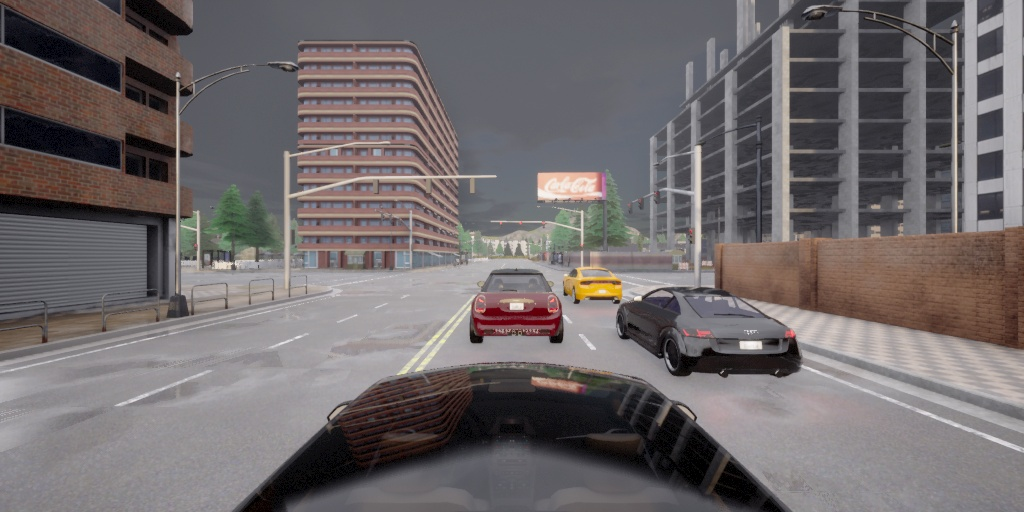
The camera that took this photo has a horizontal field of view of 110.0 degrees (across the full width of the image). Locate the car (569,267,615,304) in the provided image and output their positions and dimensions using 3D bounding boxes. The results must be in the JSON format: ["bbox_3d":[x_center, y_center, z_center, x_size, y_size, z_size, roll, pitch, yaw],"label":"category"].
[{"bbox_3d":[3.498,1.228,16.343,1.882,1.535,5.008,0,0,0],"label":"car"}]

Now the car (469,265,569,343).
[{"bbox_3d":[0.100,1.102,9.814,2.097,1.767,4.553,0,0,0],"label":"car"}]

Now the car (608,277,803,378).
[{"bbox_3d":[3.598,1.314,7.410,1.994,1.385,4.181,0,0,0],"label":"car"}]
